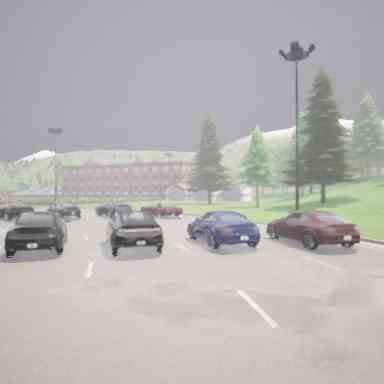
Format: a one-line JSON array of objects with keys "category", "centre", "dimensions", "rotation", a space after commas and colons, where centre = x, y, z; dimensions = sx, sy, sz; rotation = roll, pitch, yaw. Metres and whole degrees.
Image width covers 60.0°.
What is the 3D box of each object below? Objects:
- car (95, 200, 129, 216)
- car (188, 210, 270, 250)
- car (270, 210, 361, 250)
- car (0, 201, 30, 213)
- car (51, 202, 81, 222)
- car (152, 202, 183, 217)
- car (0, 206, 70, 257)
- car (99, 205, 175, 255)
[{"category": "car", "centre": [-7.088, 1.499, 29.880], "dimensions": [2.128, 1.511, 4.902], "rotation": [0, 0, -37]}, {"category": "car", "centre": [1.237, 1.501, 14.211], "dimensions": [1.812, 1.442, 4.674], "rotation": [0, 0, -17]}, {"category": "car", "centre": [4.932, 1.479, 14.043], "dimensions": [1.812, 1.442, 4.674], "rotation": [0, 0, -15]}, {"category": "car", "centre": [-14.860, 1.534, 27.946], "dimensions": [1.882, 1.535, 5.008], "rotation": [0, 0, -42]}, {"category": "car", "centre": [-11.207, 1.559, 29.030], "dimensions": [1.812, 1.442, 4.674], "rotation": [0, 0, -40]}, {"category": "car", "centre": [-2.822, 1.582, 30.037], "dimensions": [1.895, 1.301, 4.718], "rotation": [0, 0, -34]}, {"category": "car", "centre": [-6.008, 1.525, 13.218], "dimensions": [1.837, 1.490, 4.892], "rotation": [0, 0, -18]}, {"category": "car", "centre": [-2.425, 1.490, 13.413], "dimensions": [2.128, 1.511, 4.902], "rotation": [0, 0, -17]}]
